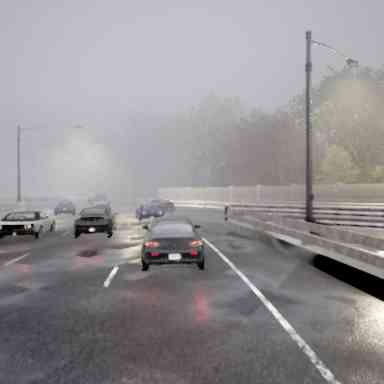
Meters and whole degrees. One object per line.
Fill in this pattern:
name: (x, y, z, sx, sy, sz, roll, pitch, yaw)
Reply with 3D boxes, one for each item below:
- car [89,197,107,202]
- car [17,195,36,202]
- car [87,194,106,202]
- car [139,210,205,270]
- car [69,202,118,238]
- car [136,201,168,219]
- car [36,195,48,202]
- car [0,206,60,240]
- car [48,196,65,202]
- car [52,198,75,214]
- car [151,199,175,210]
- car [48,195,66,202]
car: (-9.631, 1.593, 35.154, 1.812, 1.442, 4.674, 0, 0, -19)
car: (-36.807, 1.411, 73.135, 4.553, 1.767, 2.097, 0, 0, 44)
car: (-16.618, 1.305, 58.138, 2.150, 2.045, 5.566, 0, 0, -31)
car: (-0.659, 1.538, 11.019, 1.812, 1.442, 4.674, 0, 0, -5)
car: (-5.191, 1.540, 18.165, 1.837, 1.490, 4.892, 0, 0, -10)
car: (-3.502, 1.630, 26.988, 1.895, 1.301, 4.718, 0, 0, -14)
car: (-34.313, 1.526, 75.590, 5.008, 1.535, 1.882, 0, 0, 44)
car: (-8.572, 1.648, 17.492, 1.895, 1.301, 4.718, 0, 0, -10)
car: (-30.455, 1.719, 76.592, 2.033, 1.411, 5.357, 0, 0, -43)
car: (-13.100, 1.643, 34.457, 1.994, 1.385, 4.181, 0, 0, -18)
car: (-3.670, 1.526, 36.057, 1.837, 1.490, 4.892, -1, 0, -34)
car: (-31.798, 1.566, 78.023, 4.902, 1.511, 2.128, 0, 0, 44)
